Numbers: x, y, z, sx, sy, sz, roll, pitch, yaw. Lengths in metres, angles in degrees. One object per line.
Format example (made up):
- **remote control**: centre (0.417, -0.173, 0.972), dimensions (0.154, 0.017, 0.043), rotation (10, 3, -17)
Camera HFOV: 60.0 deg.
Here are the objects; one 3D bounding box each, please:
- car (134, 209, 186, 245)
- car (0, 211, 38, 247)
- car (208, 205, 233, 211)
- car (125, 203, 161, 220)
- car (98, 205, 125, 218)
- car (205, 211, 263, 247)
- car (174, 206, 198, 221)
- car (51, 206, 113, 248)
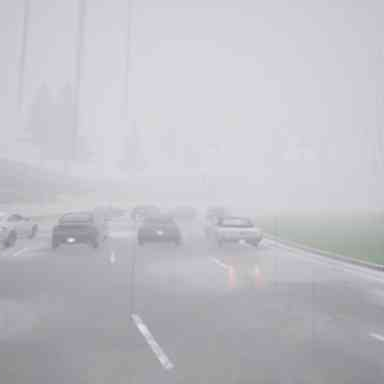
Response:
- **car**: centre (-1.625, 1.766, 16.580), dimensions (1.994, 1.385, 4.181), rotation (1, -1, -6)
- **car**: centre (-8.597, 1.601, 15.129), dimensions (1.812, 1.442, 4.674), rotation (1, -1, -8)
- **car**: centre (2.654, 1.970, 31.226), dimensions (1.837, 1.490, 4.892), rotation (0, -1, 15)
- **car**: centre (-4.312, 1.877, 32.149), dimensions (1.837, 1.490, 4.892), rotation (0, 0, 14)
- **car**: centre (-8.042, 1.913, 31.985), dimensions (1.895, 1.301, 4.718), rotation (1, -1, 12)
- **car**: centre (1.857, 1.853, 16.463), dimensions (1.895, 1.301, 4.718), rotation (1, -1, -8)
- **car**: centre (-0.791, 1.984, 31.807), dimensions (1.994, 1.385, 4.181), rotation (1, -1, 15)
- **car**: centre (-5.014, 1.639, 15.362), dimensions (1.837, 1.490, 4.892), rotation (1, 0, -7)
